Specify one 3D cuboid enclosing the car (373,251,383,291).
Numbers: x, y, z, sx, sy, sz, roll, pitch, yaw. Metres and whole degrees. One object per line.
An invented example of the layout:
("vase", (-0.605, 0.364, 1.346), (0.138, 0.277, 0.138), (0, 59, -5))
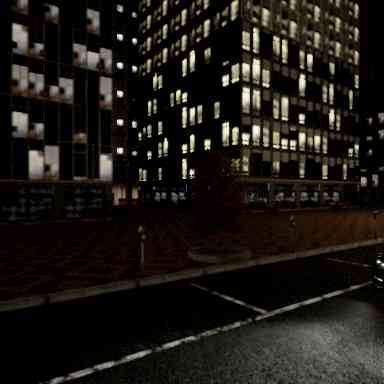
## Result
("car", (6.080, 1.491, 7.716), (4.902, 1.511, 2.128), (0, 0, -35))
